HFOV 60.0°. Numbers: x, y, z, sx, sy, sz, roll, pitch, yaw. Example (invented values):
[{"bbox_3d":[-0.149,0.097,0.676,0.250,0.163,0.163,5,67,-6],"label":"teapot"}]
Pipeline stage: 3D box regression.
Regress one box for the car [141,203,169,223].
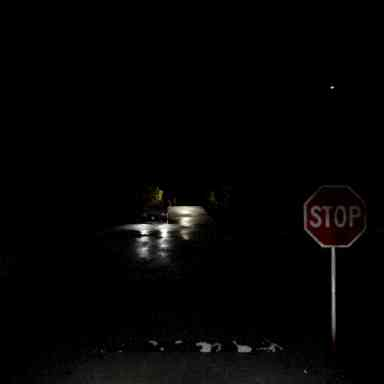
[{"bbox_3d":[-2.816,1.617,26.244,1.812,1.442,4.674,0,0,0],"label":"car"}]
